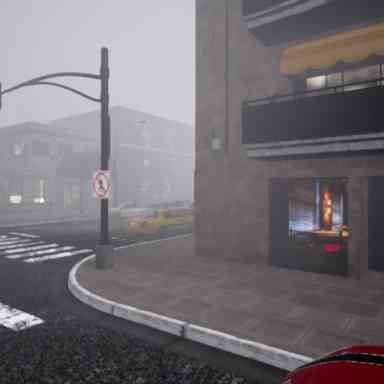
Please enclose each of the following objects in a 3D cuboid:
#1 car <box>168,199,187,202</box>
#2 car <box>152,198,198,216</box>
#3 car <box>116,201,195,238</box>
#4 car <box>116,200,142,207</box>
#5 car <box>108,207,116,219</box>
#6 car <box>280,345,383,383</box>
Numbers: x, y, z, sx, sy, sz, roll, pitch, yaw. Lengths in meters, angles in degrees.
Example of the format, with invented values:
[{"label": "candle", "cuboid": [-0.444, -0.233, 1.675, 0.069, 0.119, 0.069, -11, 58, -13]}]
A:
[{"label": "car", "cuboid": [0.636, 1.392, 24.328, 2.033, 1.411, 5.357, 0, 0, 36]}, {"label": "car", "cuboid": [-1.504, 1.350, 31.063, 1.887, 1.381, 4.507, 1, 1, 36]}, {"label": "car", "cuboid": [-1.310, 1.425, 17.053, 1.752, 1.417, 4.829, 1, 1, 36]}, {"label": "car", "cuboid": [-3.013, 1.453, 24.581, 1.895, 1.301, 4.718, 0, 0, 36]}, {"label": "car", "cuboid": [-4.948, 1.371, 26.313, 1.752, 1.417, 4.829, 1, 1, 36]}, {"label": "car", "cuboid": [2.149, 1.440, 1.339, 4.097, 1.590, 1.967, 0, 0, 36]}]
